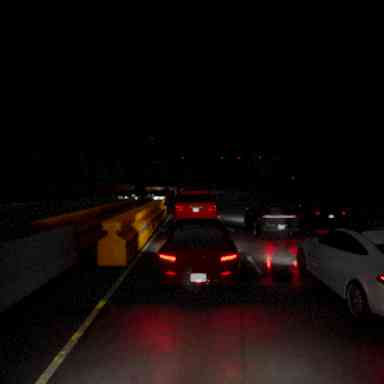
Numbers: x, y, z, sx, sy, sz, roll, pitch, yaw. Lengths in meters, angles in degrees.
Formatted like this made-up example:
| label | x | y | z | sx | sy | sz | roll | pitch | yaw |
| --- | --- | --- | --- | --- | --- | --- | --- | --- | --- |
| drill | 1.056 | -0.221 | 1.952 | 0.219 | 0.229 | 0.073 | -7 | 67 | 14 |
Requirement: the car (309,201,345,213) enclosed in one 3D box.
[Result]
| label | x | y | z | sx | sy | sz | roll | pitch | yaw |
| --- | --- | --- | --- | --- | --- | --- | --- | --- | --- |
| car | 7.216 | 1.194 | 19.183 | 1.994 | 1.385 | 4.181 | 0 | 1 | 0 |

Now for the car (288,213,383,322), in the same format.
| label | x | y | z | sx | sy | sz | roll | pitch | yaw |
| --- | --- | --- | --- | --- | --- | --- | --- | --- | --- |
| car | 3.628 | 1.414 | 6.850 | 1.812 | 1.442 | 4.674 | 0 | 1 | 0 |

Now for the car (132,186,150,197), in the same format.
| label | x | y | z | sx | sy | sz | roll | pitch | yaw |
| --- | --- | --- | --- | --- | --- | --- | --- | --- | --- |
| car | -10.013 | 0.125 | 66.392 | 1.882 | 1.535 | 5.008 | 0 | 1 | 1 |

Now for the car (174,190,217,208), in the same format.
| label | x | y | z | sx | sy | sz | roll | pitch | yaw |
| --- | --- | --- | --- | --- | --- | --- | --- | --- | --- |
| car | 0.202 | 0.876 | 18.080 | 2.150 | 2.045 | 5.566 | 0 | 1 | 1 |

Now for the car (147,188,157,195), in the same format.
| label | x | y | z | sx | sy | sz | roll | pitch | yaw |
| --- | --- | --- | --- | --- | --- | --- | --- | --- | --- |
| car | -9.870 | -0.199 | 81.963 | 1.882 | 1.535 | 5.008 | 0 | 1 | 0 |

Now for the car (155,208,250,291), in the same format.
| label | x | y | z | sx | sy | sz | roll | pitch | yaw |
| --- | --- | --- | --- | --- | --- | --- | --- | --- | --- |
| car | 0.140 | 1.380 | 8.485 | 1.812 | 1.442 | 4.674 | 0 | 1 | 0 |

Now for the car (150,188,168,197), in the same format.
| label | x | y | z | sx | sy | sz | roll | pitch | yaw |
| --- | --- | --- | --- | --- | --- | --- | --- | --- | --- |
| car | -6.518 | 0.139 | 66.479 | 2.128 | 1.511 | 4.902 | 0 | 1 | 1 |

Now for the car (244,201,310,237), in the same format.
| label | x | y | z | sx | sy | sz | roll | pitch | yaw |
| --- | --- | --- | --- | --- | --- | --- | --- | --- | --- |
| car | 3.692 | 1.187 | 16.098 | 2.128 | 1.511 | 4.902 | 0 | 1 | 0 |

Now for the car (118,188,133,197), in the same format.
| label | x | y | z | sx | sy | sz | roll | pitch | yaw |
| --- | --- | --- | --- | --- | --- | --- | --- | --- | --- |
| car | -13.501 | 0.200 | 66.749 | 1.994 | 1.385 | 4.181 | 0 | 1 | 1 |

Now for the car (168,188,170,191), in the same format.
| label | x | y | z | sx | sy | sz | roll | pitch | yaw |
| --- | --- | --- | --- | --- | --- | --- | --- | --- | --- |
| car | -6.370 | -0.176 | 81.924 | 1.837 | 1.490 | 4.892 | 0 | 1 | 0 |
